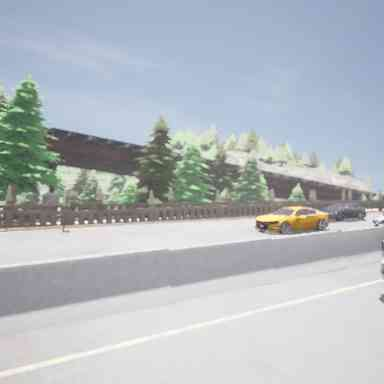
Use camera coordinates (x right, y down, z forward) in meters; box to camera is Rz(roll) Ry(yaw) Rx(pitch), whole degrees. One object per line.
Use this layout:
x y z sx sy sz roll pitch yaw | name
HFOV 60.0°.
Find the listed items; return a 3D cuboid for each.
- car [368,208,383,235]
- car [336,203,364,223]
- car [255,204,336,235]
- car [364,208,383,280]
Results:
12.669 1.664 19.789 4.674 1.442 1.812 0 0 -32 | car
12.648 1.685 28.012 4.902 1.511 2.128 0 0 -32 | car
5.978 1.618 19.757 5.008 1.535 1.882 0 0 -32 | car
6.617 1.279 7.564 5.566 2.045 2.150 0 0 -32 | car
